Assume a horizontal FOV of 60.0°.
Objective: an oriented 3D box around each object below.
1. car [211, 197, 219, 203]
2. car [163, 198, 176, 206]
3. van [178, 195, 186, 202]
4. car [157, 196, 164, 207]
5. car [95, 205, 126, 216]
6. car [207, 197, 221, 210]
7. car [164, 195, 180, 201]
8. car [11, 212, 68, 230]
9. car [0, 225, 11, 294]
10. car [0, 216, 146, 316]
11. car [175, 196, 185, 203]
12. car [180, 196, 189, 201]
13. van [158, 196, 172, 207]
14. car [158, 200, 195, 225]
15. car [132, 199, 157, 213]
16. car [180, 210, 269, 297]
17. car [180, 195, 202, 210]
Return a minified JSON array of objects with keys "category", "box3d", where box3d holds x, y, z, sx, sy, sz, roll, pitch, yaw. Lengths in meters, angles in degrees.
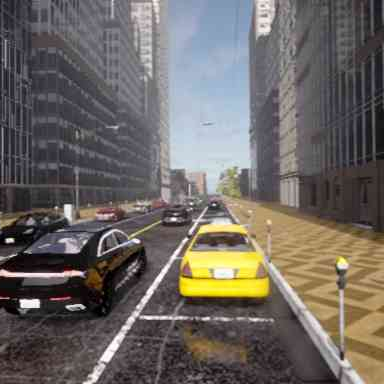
[{"category":"car","box3d":[5.484,1.753,78.066,1.802,1.307,4.206,0,0,4]},{"category":"car","box3d":[-4.140,1.804,61.673,1.802,1.307,4.206,0,0,4]},{"category":"van","box3d":[-2.450,1.602,84.380,1.690,1.788,3.998,0,0,4]},{"category":"car","box3d":[-4.985,1.745,50.320,1.887,1.381,4.507,0,0,4]},{"category":"car","box3d":[-6.675,1.734,27.612,1.802,1.307,4.206,0,0,4]},{"category":"car","box3d":[2.949,1.674,44.009,1.947,1.339,4.313,0,0,4]},{"category":"car","box3d":[-2.390,1.587,49.013,2.097,1.767,4.553,-1,0,4]},{"category":"car","box3d":[-7.521,1.691,16.261,1.947,1.339,4.313,0,0,4]},{"category":"car","box3d":[-5.739,1.294,5.376,2.150,2.045,5.566,-1,0,4]},{"category":"car","box3d":[-2.360,1.540,7.625,2.128,1.511,4.902,-1,0,4]},{"category":"car","box3d":[-2.873,1.692,78.702,1.967,1.590,4.097,0,0,4]},{"category":"car","box3d":[-2.027,1.836,90.056,1.947,1.339,4.313,0,0,4]},{"category":"van","box3d":[-4.563,1.552,55.997,1.690,1.788,3.998,0,0,4]},{"category":"car","box3d":[-1.067,1.596,24.985,1.837,1.490,4.892,-1,0,4]},{"category":"car","box3d":[-5.830,1.727,38.967,2.008,1.369,4.403,0,0,4]},{"category":"car","box3d":[0.774,1.479,8.664,1.801,1.575,5.366,-1,0,4]},{"category":"car","box3d":[0.084,1.481,41.845,2.097,1.767,4.553,-1,0,4]}]
